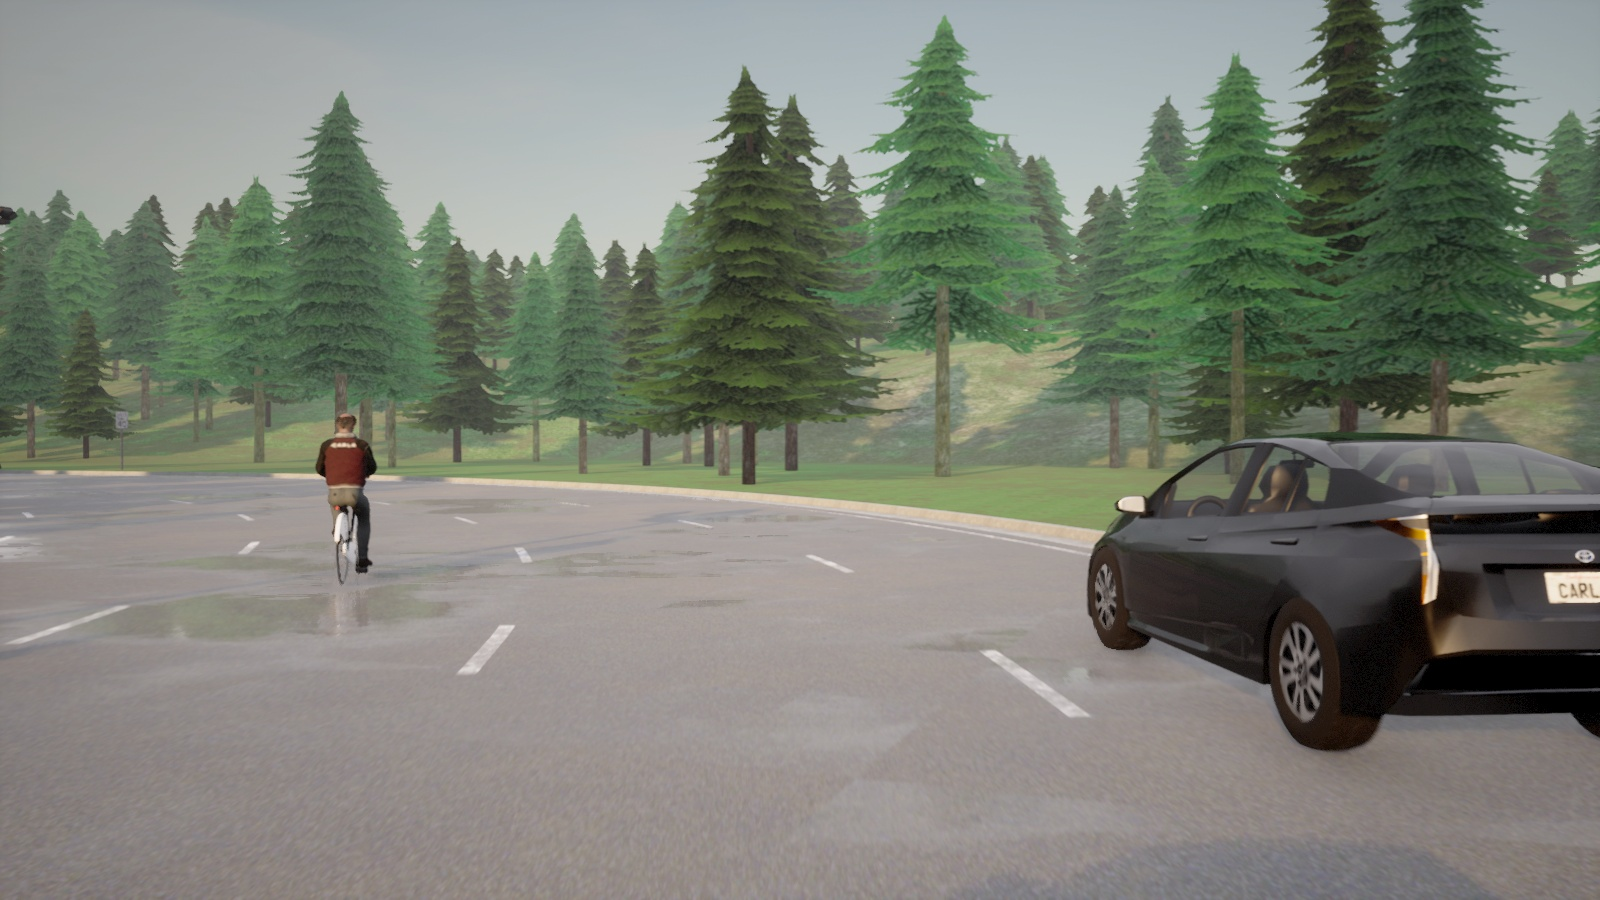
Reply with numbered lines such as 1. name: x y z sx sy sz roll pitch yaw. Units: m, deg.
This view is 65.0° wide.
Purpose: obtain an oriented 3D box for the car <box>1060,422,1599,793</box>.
1. car: 3.163 0.626 7.468 2.007 1.525 4.514 0 1 -4

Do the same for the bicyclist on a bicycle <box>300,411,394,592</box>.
1. bicyclist on a bicycle: -4.769 0.493 13.327 0.659 1.776 1.843 -1 1 -12
